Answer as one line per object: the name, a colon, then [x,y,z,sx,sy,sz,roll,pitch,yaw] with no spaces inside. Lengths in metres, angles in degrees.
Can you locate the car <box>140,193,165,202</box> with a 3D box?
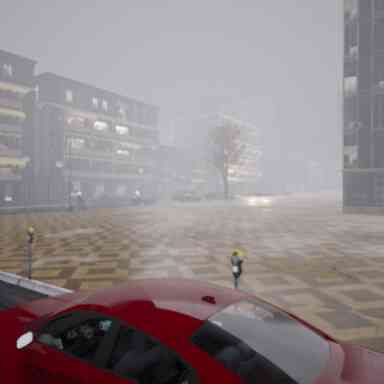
car: [-6.827,0.909,57.924,2.008,1.369,4.403,2,2,35]

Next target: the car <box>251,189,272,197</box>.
car: [15.939,0.527,76.016,2.008,1.369,4.403,1,2,35]

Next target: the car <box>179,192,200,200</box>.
car: [-0.474,0.752,67.074,1.947,1.339,4.313,1,2,35]

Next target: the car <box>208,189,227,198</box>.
car: [5.881,0.329,76.216,2.192,1.841,5.009,1,2,35]

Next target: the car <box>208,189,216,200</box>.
car: [4.471,0.715,64.237,1.837,1.490,4.892,0,1,35]

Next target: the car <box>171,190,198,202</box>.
car: [-1.338,0.611,61.130,2.150,2.045,5.566,0,1,35]

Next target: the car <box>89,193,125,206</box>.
car: [-11.979,0.922,45.972,2.097,1.767,4.553,0,1,35]

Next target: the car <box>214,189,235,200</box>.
car: [6.507,0.755,62.432,1.752,1.417,4.829,1,2,35]

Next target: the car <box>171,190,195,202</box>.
car: [-1.409,0.848,55.682,1.882,1.535,5.008,0,1,35]

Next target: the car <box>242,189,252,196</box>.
car: [15.410,0.074,89.938,2.192,1.841,5.009,1,2,35]

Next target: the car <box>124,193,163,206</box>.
car: [-6.297,1.129,43.995,2.008,1.369,4.403,1,2,35]

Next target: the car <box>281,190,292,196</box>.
car: [25.468,0.161,89.736,1.967,1.590,4.097,1,2,35]

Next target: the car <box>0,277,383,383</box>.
car: [-0.463,1.549,3.198,4.507,1.381,1.887,0,0,36]

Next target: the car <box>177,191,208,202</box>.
car: [0.056,0.956,53.144,2.008,1.369,4.403,1,2,35]

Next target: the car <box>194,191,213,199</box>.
car: [2.606,0.628,71.507,1.752,1.417,4.829,1,2,35]

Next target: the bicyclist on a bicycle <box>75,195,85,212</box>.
bicyclist on a bicycle: [-10.879,1.088,32.245,1.656,1.620,0.582,0,1,35]

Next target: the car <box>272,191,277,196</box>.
car: [19.114,0.442,80.589,2.008,1.369,4.403,1,2,35]

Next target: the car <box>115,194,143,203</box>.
car: [-10.003,1.010,53.350,1.947,1.339,4.313,2,2,35]
